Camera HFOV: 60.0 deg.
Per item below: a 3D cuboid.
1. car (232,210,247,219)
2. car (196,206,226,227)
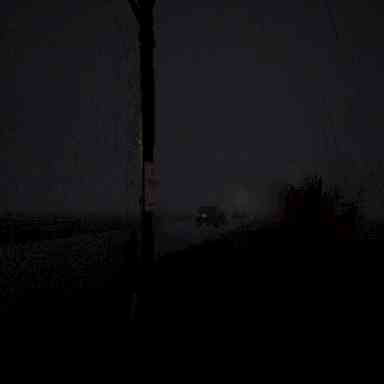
[{"bbox_3d":[7.705,3.615,53.678,2.033,1.411,5.357,-1,-2,18],"label":"car"},{"bbox_3d":[2.023,2.534,34.988,2.150,2.045,5.566,-1,-2,17],"label":"car"}]
